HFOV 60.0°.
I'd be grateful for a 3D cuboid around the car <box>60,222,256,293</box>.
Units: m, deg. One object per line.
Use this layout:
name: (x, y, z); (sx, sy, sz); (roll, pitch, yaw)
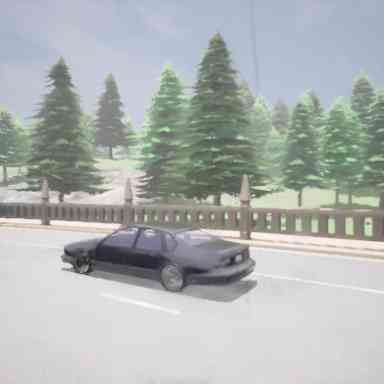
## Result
car: (-1.090, 1.523, 8.758); (5.357, 1.411, 2.033); (0, 0, 32)
